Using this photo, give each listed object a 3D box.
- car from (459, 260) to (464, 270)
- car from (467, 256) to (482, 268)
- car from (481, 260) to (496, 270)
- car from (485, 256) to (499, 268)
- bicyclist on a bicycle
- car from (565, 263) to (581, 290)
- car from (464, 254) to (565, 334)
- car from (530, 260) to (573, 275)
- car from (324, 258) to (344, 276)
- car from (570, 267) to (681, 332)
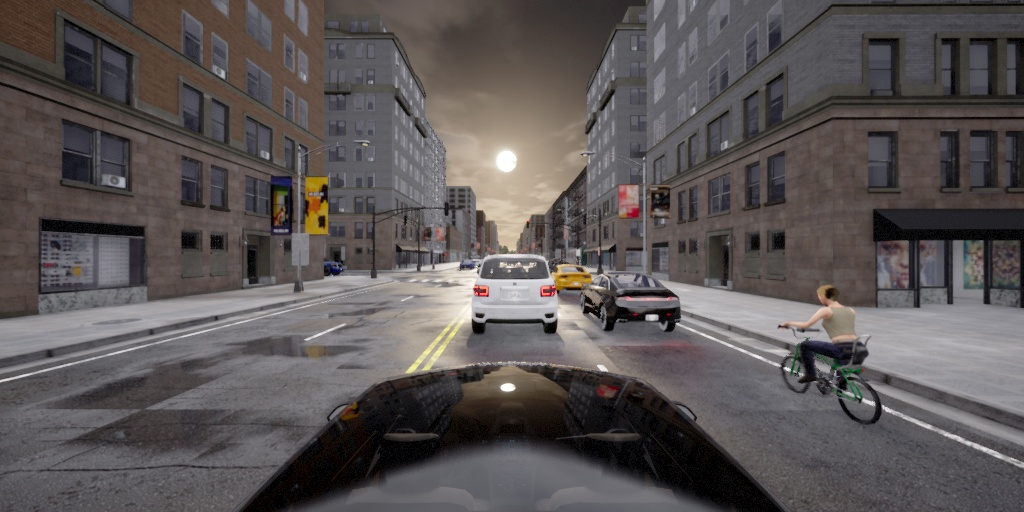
[{"bbox_3d":[-6.743,1.245,54.155,1.882,1.535,5.008,0,0,0],"label":"car"},{"bbox_3d":[-6.737,0.989,64.527,2.150,2.045,5.566,0,0,0],"label":"car"},{"bbox_3d":[-3.484,1.331,53.148,1.994,1.385,4.181,0,0,0],"label":"car"},{"bbox_3d":[-3.499,0.989,63.342,2.150,2.045,5.566,0,0,0],"label":"car"},{"bbox_3d":[4.123,1.187,4.753,0.866,1.612,1.509,0,0,0],"label":"bicyclist on a bicycle"},{"bbox_3d":[3.197,1.231,20.382,1.882,1.535,5.008,0,0,0],"label":"car"},{"bbox_3d":[0.072,0.973,10.819,2.150,2.045,5.566,0,0,0],"label":"car"},{"bbox_3d":[4.514,1.273,41.892,1.837,1.490,4.892,-4,3,-44],"label":"car"},{"bbox_3d":[-19.828,0.956,35.887,5.566,2.045,2.150,0,0,2],"label":"car"},{"bbox_3d":[3.316,1.243,10.892,2.128,1.511,4.902,0,0,0],"label":"car"}]
